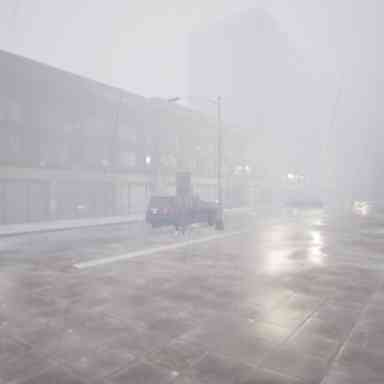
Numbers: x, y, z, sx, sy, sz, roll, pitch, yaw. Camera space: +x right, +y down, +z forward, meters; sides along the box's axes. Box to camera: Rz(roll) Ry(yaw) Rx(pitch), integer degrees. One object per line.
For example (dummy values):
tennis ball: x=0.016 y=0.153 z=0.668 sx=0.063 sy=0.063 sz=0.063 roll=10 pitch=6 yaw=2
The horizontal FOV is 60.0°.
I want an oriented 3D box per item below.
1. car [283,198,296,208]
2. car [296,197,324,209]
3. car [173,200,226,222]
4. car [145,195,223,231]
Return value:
car: x=14.331 y=1.522 z=46.117 sx=1.895 sy=1.301 sz=4.718 roll=0 pitch=0 yaw=36
car: x=15.540 y=1.422 z=42.894 sx=2.128 sy=1.511 sz=4.902 roll=0 pitch=0 yaw=35
car: x=0.726 y=1.464 z=27.184 sx=1.837 sy=1.490 sz=4.892 roll=0 pitch=0 yaw=35
car: x=-0.470 y=1.196 z=20.593 sx=2.150 sy=2.045 sz=5.566 roll=0 pitch=0 yaw=37
